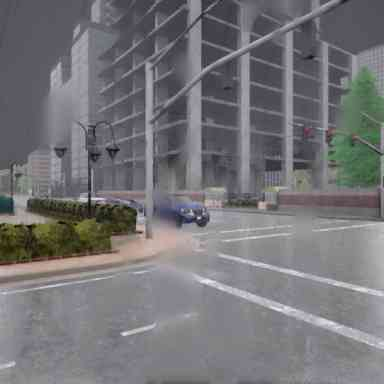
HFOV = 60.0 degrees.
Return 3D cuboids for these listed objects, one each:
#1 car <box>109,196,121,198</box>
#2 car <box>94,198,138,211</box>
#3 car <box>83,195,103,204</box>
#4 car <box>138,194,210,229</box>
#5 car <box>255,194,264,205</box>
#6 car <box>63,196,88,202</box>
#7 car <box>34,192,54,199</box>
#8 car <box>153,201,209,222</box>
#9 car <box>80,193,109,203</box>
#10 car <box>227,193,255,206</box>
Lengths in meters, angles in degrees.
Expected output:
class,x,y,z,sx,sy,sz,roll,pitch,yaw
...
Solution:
class,x,y,z,sx,sy,sz,roll,pitch,yaw
car,-6.917,1.470,35.596,1.812,1.442,4.674,0,0,-36
car,-6.703,1.508,29.305,1.994,1.385,4.181,0,0,-37
car,-19.461,1.436,65.094,2.128,1.511,4.902,0,0,-36
car,-1.154,1.166,21.707,2.150,2.045,5.566,0,0,-35
car,9.469,1.114,52.359,1.905,1.878,3.866,0,0,-36
car,-14.462,1.471,40.030,1.812,1.442,4.674,0,0,-36
car,-23.576,0.824,52.716,2.150,2.045,5.566,0,0,-36
car,-1.053,1.492,27.503,2.033,1.411,5.357,0,0,-36
car,-13.431,1.167,44.567,2.150,2.045,5.566,0,0,-36
car,7.080,1.114,50.644,1.905,1.878,3.866,0,0,-36
